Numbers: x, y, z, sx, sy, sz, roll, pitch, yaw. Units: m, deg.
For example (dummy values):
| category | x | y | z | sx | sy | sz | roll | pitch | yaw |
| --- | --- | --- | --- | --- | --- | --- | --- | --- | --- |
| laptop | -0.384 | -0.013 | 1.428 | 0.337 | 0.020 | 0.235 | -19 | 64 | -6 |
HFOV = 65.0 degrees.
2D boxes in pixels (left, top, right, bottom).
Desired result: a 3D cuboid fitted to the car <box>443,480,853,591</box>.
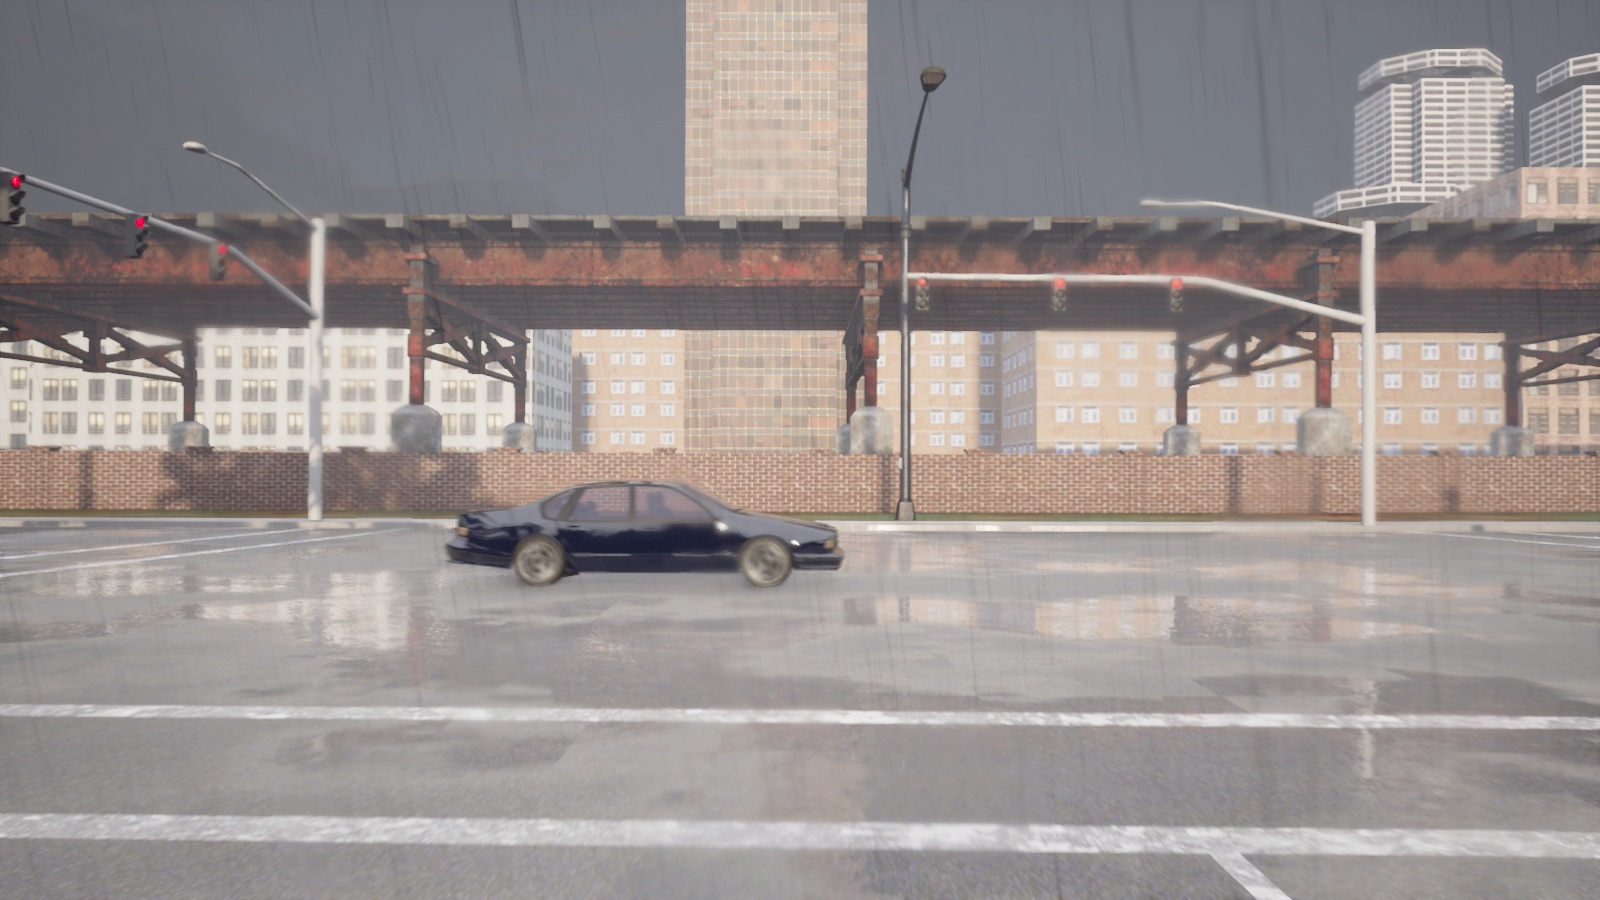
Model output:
| category | x | y | z | sx | sy | sz | roll | pitch | yaw |
| --- | --- | --- | --- | --- | --- | --- | --- | --- | --- |
| car | -1.975 | 1.140 | 17.399 | 5.357 | 1.411 | 2.033 | 0 | -1 | 1 |
